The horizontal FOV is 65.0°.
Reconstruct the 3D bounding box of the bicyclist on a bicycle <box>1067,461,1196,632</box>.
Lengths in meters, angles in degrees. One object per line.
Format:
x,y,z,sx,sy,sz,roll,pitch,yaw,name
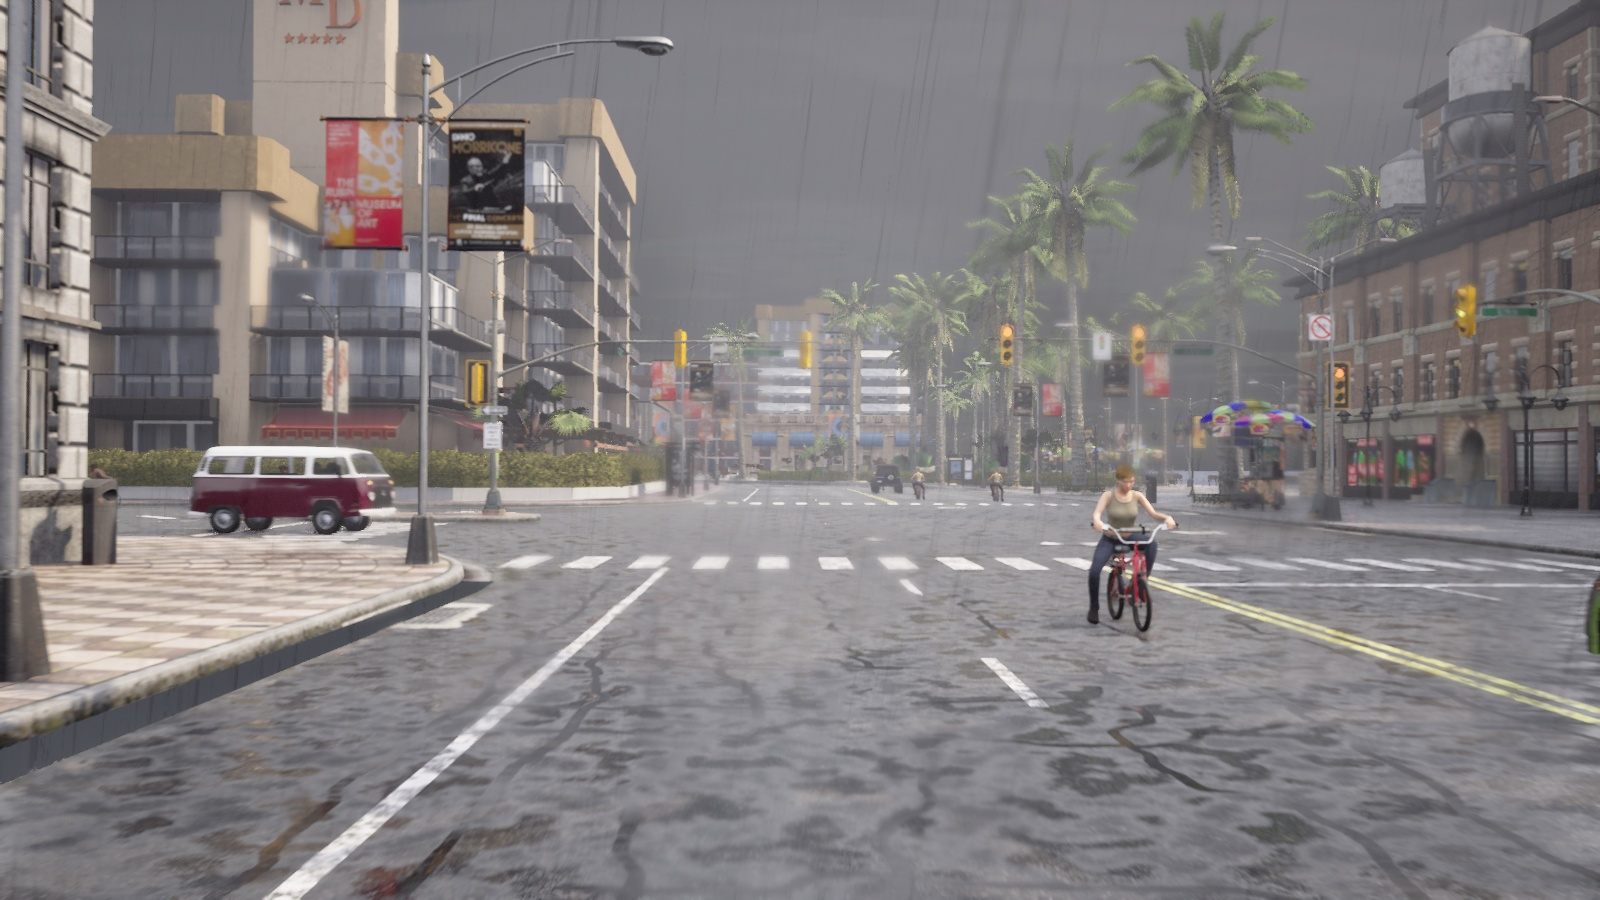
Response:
3.285,0.923,12.609,0.866,1.612,1.509,0,-1,-1,bicyclist on a bicycle

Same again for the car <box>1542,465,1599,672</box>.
6.918,0.846,7.705,2.007,1.525,4.514,0,-1,-1,car

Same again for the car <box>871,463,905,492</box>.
5.800,1.825,83.390,1.905,1.878,3.866,0,-1,-1,car

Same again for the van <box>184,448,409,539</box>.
-11.845,1.026,29.722,4.480,2.038,2.069,-1,-1,5,van
